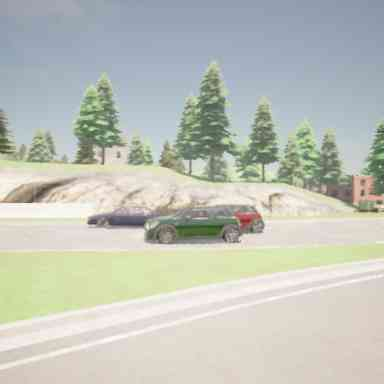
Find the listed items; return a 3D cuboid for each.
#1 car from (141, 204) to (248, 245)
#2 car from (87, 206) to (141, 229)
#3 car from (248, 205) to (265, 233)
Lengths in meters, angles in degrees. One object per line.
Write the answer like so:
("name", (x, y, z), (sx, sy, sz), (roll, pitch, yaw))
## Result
("car", (0.048, 1.464, 15.933), (4.553, 1.767, 2.097), (1, 0, -11))
("car", (-4.129, 1.663, 22.164), (5.357, 1.411, 2.033), (1, 0, -7))
("car", (1.973, 1.511, 19.838), (4.553, 1.767, 2.097), (1, -1, -15))
